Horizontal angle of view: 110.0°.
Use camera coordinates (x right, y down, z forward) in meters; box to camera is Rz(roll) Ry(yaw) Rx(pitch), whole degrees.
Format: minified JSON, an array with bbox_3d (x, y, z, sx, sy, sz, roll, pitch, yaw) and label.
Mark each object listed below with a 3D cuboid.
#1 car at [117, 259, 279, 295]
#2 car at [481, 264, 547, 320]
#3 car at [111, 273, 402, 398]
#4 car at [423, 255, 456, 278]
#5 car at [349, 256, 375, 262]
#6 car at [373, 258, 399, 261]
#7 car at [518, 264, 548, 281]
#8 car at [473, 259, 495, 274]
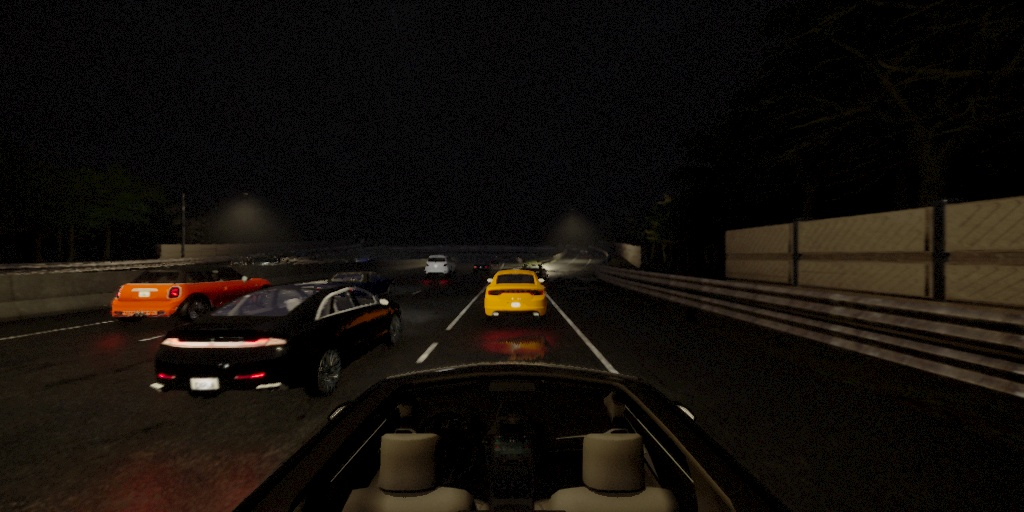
[{"bbox_3d":[-10.390,1.104,12.261,2.097,1.767,4.553,0,0,0],"label":"car"},{"bbox_3d":[0.130,1.231,12.667,1.882,1.535,5.008,0,0,0],"label":"car"},{"bbox_3d":[-3.498,1.243,6.510,2.128,1.511,4.902,0,0,0],"label":"car"},{"bbox_3d":[-6.868,0.982,34.973,2.150,2.045,5.566,0,0,0],"label":"car"},{"bbox_3d":[-24.570,0.969,60.014,2.150,2.045,5.566,0,0,0],"label":"car"},{"bbox_3d":[-21.086,1.311,60.155,1.994,1.385,4.181,0,0,0],"label":"car"},{"bbox_3d":[1.906,1.371,31.186,1.895,1.301,4.718,1,0,12],"label":"car"},{"bbox_3d":[-3.476,1.312,42.235,2.033,1.411,5.357,0,0,0],"label":"car"}]
